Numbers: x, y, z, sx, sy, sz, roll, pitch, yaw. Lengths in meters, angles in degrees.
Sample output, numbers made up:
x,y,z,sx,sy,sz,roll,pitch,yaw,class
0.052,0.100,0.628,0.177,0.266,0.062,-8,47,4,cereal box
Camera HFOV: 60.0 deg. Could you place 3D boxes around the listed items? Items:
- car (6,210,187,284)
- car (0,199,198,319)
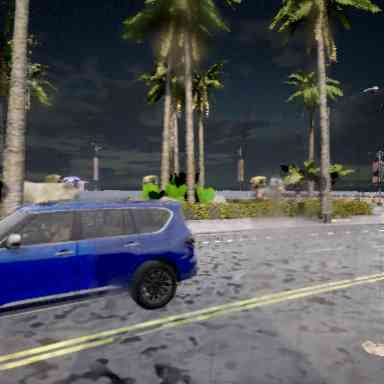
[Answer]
x,y,z,sx,sy,sz,roll,pitch,yaw,class
-2.819,1.434,10.144,4.902,1.511,2.128,0,0,-32,car
-2.513,1.182,6.288,5.566,2.045,2.150,0,0,-32,car
